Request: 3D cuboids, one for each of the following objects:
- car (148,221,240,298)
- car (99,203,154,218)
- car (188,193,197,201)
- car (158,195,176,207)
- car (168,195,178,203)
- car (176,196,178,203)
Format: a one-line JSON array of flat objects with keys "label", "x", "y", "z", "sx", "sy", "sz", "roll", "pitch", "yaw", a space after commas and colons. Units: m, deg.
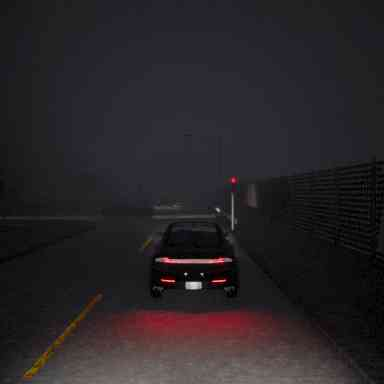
[{"label": "car", "x": 0.054, "y": 1.492, "z": 8.498, "sx": 2.128, "sy": 1.511, "sz": 4.902, "roll": 0, "pitch": 0, "yaw": 1}, {"label": "car", "x": -5.756, "y": 1.601, "z": 29.389, "sx": 4.718, "sy": 1.301, "sz": 1.895, "roll": 0, "pitch": 0, "yaw": -18}, {"label": "car", "x": 0.056, "y": 1.225, "z": 87.465, "sx": 2.150, "sy": 2.045, "sz": 5.566, "roll": 0, "pitch": 0, "yaw": 0}, {"label": "car", "x": -4.060, "y": 1.352, "z": 51.335, "sx": 2.097, "sy": 1.767, "sz": 4.553, "roll": 0, "pitch": 0, "yaw": 0}, {"label": "car", "x": -3.951, "y": 1.478, "z": 71.138, "sx": 1.882, "sy": 1.535, "sz": 5.008, "roll": 0, "pitch": 0, "yaw": 0}, {"label": "car", "x": -4.025, "y": 1.601, "z": 60.703, "sx": 1.895, "sy": 1.301, "sz": 4.718, "roll": 0, "pitch": 0, "yaw": 0}]
